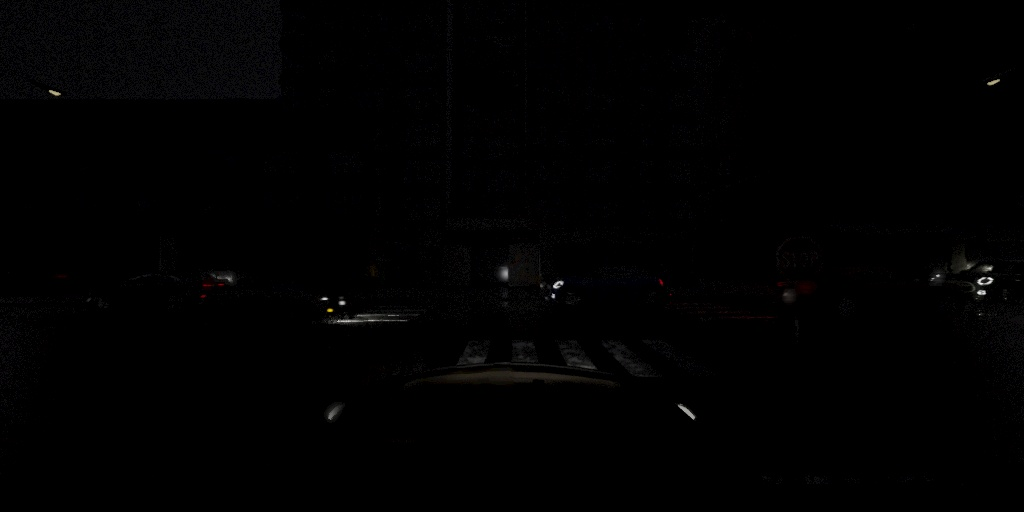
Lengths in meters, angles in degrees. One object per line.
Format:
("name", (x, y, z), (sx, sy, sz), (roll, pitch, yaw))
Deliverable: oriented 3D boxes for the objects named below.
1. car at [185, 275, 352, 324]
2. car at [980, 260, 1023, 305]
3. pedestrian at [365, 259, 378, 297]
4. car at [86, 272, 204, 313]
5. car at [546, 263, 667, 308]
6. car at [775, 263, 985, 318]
("car", (-7.472, 1.356, 11.554), (4.181, 1.385, 1.994), (-1, -1, 0))
("car", (19.909, 0.948, 14.446), (4.553, 1.767, 2.097), (-1, -1, 0))
("pedestrian", (-6.851, 1.039, 17.419), (0.375, 1.860, 0.375), (0, -1, 0))
("car", (-14.139, 1.417, 14.517), (4.902, 1.511, 2.128), (-1, -1, 0))
("car", (3.649, 1.093, 14.482), (4.553, 1.767, 2.097), (0, -1, 0))
("car", (11.330, 1.090, 11.511), (5.008, 1.535, 1.882), (0, -1, 0))
